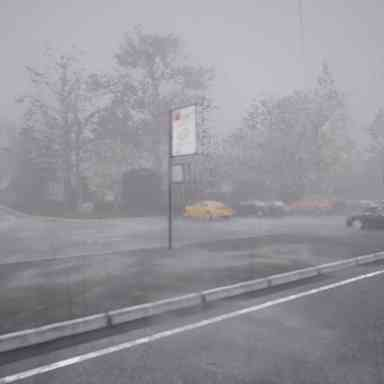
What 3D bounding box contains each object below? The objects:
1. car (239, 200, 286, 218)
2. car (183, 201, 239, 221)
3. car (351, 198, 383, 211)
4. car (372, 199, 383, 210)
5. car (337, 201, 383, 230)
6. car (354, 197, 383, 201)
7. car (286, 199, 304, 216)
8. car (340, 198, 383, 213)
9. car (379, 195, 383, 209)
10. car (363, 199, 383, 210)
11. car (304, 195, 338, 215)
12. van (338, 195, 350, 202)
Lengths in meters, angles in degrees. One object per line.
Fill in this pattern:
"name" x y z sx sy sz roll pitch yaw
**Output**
"car" 5.704 1.476 30.583 2.097 1.535 5.008 0 0 -35
"car" 1.175 1.458 27.343 2.097 1.535 5.008 0 0 -35
"car" 23.839 1.656 43.523 2.097 1.535 5.008 1 0 -36
"car" 28.348 1.738 46.793 2.163 1.488 4.792 1 0 -36
"car" 11.017 1.467 18.295 2.231 1.521 4.892 0 0 -35
"car" 13.279 1.225 19.949 2.435 2.045 5.566 0 0 -35
"car" 7.974 1.532 32.199 2.002 1.452 4.674 0 0 -35
"car" 21.678 1.627 41.756 1.946 1.575 5.366 1 0 -36
"car" 30.647 1.484 48.368 2.435 2.045 5.566 1 0 -36
"car" 26.117 1.712 45.124 2.163 1.488 4.792 1 0 -36
"car" 12.528 1.404 35.406 2.185 1.767 4.553 1 0 -36
"van" 14.706 1.327 37.142 1.878 1.987 4.442 1 0 -36
